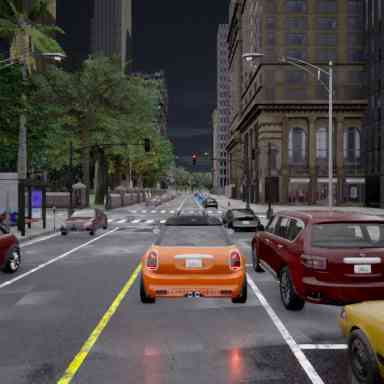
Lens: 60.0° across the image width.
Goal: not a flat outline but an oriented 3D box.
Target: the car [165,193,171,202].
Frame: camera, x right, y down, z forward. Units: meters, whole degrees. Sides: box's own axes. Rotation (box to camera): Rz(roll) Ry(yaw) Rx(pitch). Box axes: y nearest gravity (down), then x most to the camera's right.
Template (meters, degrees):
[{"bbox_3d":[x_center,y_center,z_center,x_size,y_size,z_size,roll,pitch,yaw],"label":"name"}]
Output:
[{"bbox_3d":[-6.141,1.388,72.081,1.967,1.590,4.097,0,0,0],"label":"car"}]

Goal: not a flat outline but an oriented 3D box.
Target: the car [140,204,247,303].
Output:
[{"bbox_3d":[0.032,1.350,8.339,2.097,1.767,4.553,0,0,0],"label":"car"}]

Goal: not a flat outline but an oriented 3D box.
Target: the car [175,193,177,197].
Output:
[{"bbox_3d":[-6.256,1.228,93.762,2.192,1.841,5.009,0,0,0],"label":"car"}]

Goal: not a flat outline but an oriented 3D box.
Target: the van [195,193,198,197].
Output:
[{"bbox_3d":[2.326,1.272,82.947,1.690,1.788,3.998,0,0,0],"label":"van"}]

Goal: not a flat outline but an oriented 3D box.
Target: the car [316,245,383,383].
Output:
[{"bbox_3d":[2.752,1.525,2.463,1.752,1.417,4.829,0,0,0],"label":"car"}]

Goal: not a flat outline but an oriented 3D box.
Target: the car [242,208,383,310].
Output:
[{"bbox_3d":[2.724,1.313,7.718,2.192,1.841,5.009,0,0,0],"label":"car"}]

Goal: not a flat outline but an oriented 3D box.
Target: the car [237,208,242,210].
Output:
[{"bbox_3d":[2.667,1.560,18.569,1.947,1.339,4.313,0,0,0],"label":"car"}]

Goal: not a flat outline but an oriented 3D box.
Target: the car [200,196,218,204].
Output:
[{"bbox_3d":[2.528,1.542,45.005,1.947,1.339,4.313,0,0,0],"label":"car"}]

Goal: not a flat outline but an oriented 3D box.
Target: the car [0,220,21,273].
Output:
[{"bbox_3d":[-5.801,1.438,7.689,1.967,1.590,4.097,0,0,0],"label":"car"}]

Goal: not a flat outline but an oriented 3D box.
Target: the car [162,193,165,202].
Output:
[{"bbox_3d":[-6.055,1.407,55.820,1.967,1.590,4.097,0,0,0],"label":"car"}]

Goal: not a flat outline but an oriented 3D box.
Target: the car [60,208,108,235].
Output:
[{"bbox_3d":[-5.858,1.576,18.541,1.802,1.307,4.206,0,0,0],"label":"car"}]

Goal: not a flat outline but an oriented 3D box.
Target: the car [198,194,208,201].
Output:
[{"bbox_3d":[2.469,1.492,56.016,1.752,1.417,4.829,0,0,0],"label":"car"}]

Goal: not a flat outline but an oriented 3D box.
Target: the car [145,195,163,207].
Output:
[{"bbox_3d":[-6.026,1.523,50.400,2.008,1.369,4.403,0,0,0],"label":"car"}]

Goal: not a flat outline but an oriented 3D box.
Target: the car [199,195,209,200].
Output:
[{"bbox_3d":[2.499,1.538,50.425,1.947,1.339,4.313,0,0,0],"label":"car"}]

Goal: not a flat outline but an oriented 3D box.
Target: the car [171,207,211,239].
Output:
[{"bbox_3d":[-0.031,1.595,18.158,1.895,1.301,4.718,0,0,0],"label":"car"}]

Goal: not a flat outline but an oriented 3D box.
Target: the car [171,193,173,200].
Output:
[{"bbox_3d":[-6.170,1.255,77.501,2.192,1.841,5.009,0,0,0],"label":"car"}]
